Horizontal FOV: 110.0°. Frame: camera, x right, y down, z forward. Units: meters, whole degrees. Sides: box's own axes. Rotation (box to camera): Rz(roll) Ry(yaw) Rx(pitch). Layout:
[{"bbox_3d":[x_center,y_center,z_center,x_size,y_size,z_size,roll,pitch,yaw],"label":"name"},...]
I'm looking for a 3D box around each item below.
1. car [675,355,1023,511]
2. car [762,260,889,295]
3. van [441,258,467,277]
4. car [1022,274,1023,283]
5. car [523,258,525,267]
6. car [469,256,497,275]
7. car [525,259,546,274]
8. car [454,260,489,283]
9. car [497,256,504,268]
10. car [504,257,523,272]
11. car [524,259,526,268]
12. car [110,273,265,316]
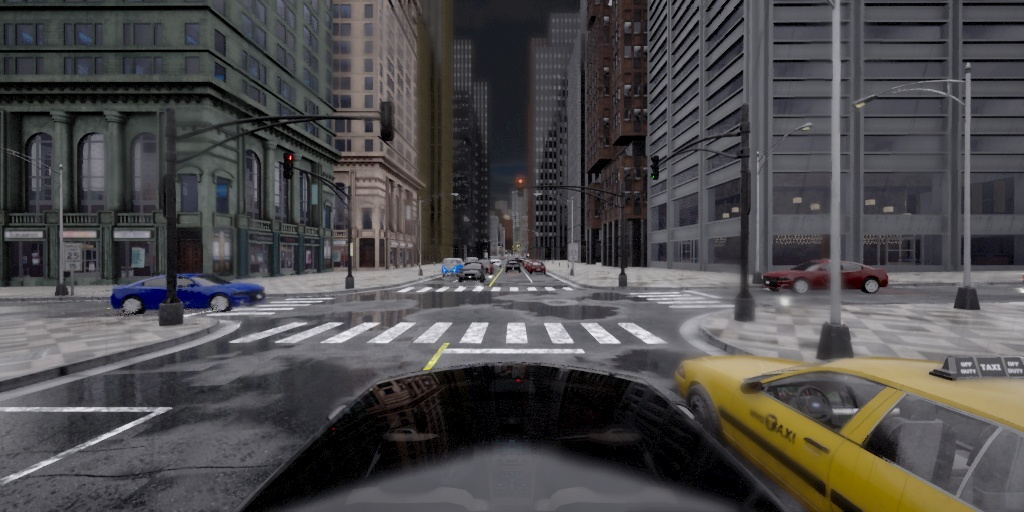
[{"bbox_3d":[2.769,1.275,2.368,1.751,1.417,4.829,0,0,0],"label":"car"},{"bbox_3d":[14.707,0.948,17.036,5.008,1.535,1.882,-1,0,2],"label":"car"},{"bbox_3d":[-5.743,1.097,34.792,1.690,1.789,3.998,0,0,0],"label":"van"},{"bbox_3d":[27.548,0.607,16.975,4.553,1.767,2.097,-1,0,0],"label":"car"},{"bbox_3d":[2.827,1.312,51.341,1.888,1.381,4.507,0,0,0],"label":"car"},{"bbox_3d":[-3.060,1.111,38.495,2.097,1.767,4.553,0,0,0],"label":"car"},{"bbox_3d":[2.819,1.304,40.290,1.888,1.381,4.507,0,0,0],"label":"car"},{"bbox_3d":[-3.064,1.258,28.222,1.837,1.490,4.892,0,0,0],"label":"car"},{"bbox_3d":[-2.963,0.998,60.976,2.150,2.045,5.566,0,0,0],"label":"car"},{"bbox_3d":[0.146,1.268,46.021,1.837,1.490,4.892,0,0,0],"label":"car"},{"bbox_3d":[2.823,1.308,45.816,1.888,1.381,4.507,0,0,0],"label":"car"},{"bbox_3d":[-12.702,1.425,14.294,5.008,1.535,1.882,-1,0,-4],"label":"car"}]
